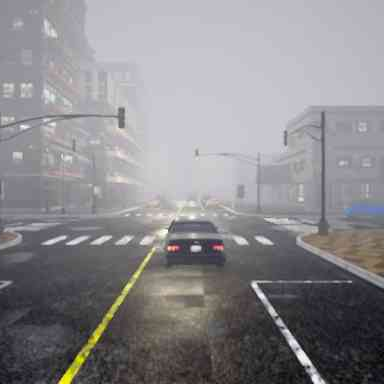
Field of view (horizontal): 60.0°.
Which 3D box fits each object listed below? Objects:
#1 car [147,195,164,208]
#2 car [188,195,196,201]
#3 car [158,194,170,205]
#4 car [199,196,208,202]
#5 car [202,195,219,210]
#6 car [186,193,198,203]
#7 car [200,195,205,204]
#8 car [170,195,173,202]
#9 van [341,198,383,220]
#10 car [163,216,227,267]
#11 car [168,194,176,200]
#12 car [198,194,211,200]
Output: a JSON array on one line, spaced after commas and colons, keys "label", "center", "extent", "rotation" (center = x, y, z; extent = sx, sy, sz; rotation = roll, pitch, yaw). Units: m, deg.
[{"label": "car", "center": [-5.687, 1.536, 49.236], "extent": [1.752, 1.417, 4.829], "rotation": [0, 0, 0]}, {"label": "car", "center": [0.002, 1.488, 80.677], "extent": [1.994, 1.385, 4.181], "rotation": [0, 0, 0]}, {"label": "car", "center": [-5.686, 1.335, 60.485], "extent": [2.192, 1.841, 5.009], "rotation": [0, 0, 0]}, {"label": "car", "center": [2.693, 1.592, 77.103], "extent": [2.008, 1.369, 4.403], "rotation": [0, 0, 0]}, {"label": "car", "center": [2.694, 1.532, 44.038], "extent": [1.752, 1.417, 4.829], "rotation": [0, 0, 0]}, {"label": "car", "center": [0.001, 1.256, 70.287], "extent": [2.150, 2.045, 5.566], "rotation": [0, 0, 0]}, {"label": "car", "center": [2.693, 1.597, 54.946], "extent": [1.802, 1.307, 4.206], "rotation": [0, 0, 0]}, {"label": "car", "center": [-5.687, 1.584, 71.563], "extent": [2.008, 1.369, 4.403], "rotation": [0, 0, 0]}, {"label": "van", "center": [14.901, 1.406, 28.352], "extent": [3.998, 1.788, 1.690], "rotation": [0, 0, 0]}, {"label": "car", "center": [-0.015, 1.544, 11.368], "extent": [2.033, 1.411, 5.357], "rotation": [0, 0, -3]}, {"label": "car", "center": [-5.687, 1.509, 93.720], "extent": [1.967, 1.590, 4.097], "rotation": [0, 0, 0]}, {"label": "car", "center": [2.694, 1.335, 60.486], "extent": [2.192, 1.841, 5.009], "rotation": [0, 0, 0]}]
